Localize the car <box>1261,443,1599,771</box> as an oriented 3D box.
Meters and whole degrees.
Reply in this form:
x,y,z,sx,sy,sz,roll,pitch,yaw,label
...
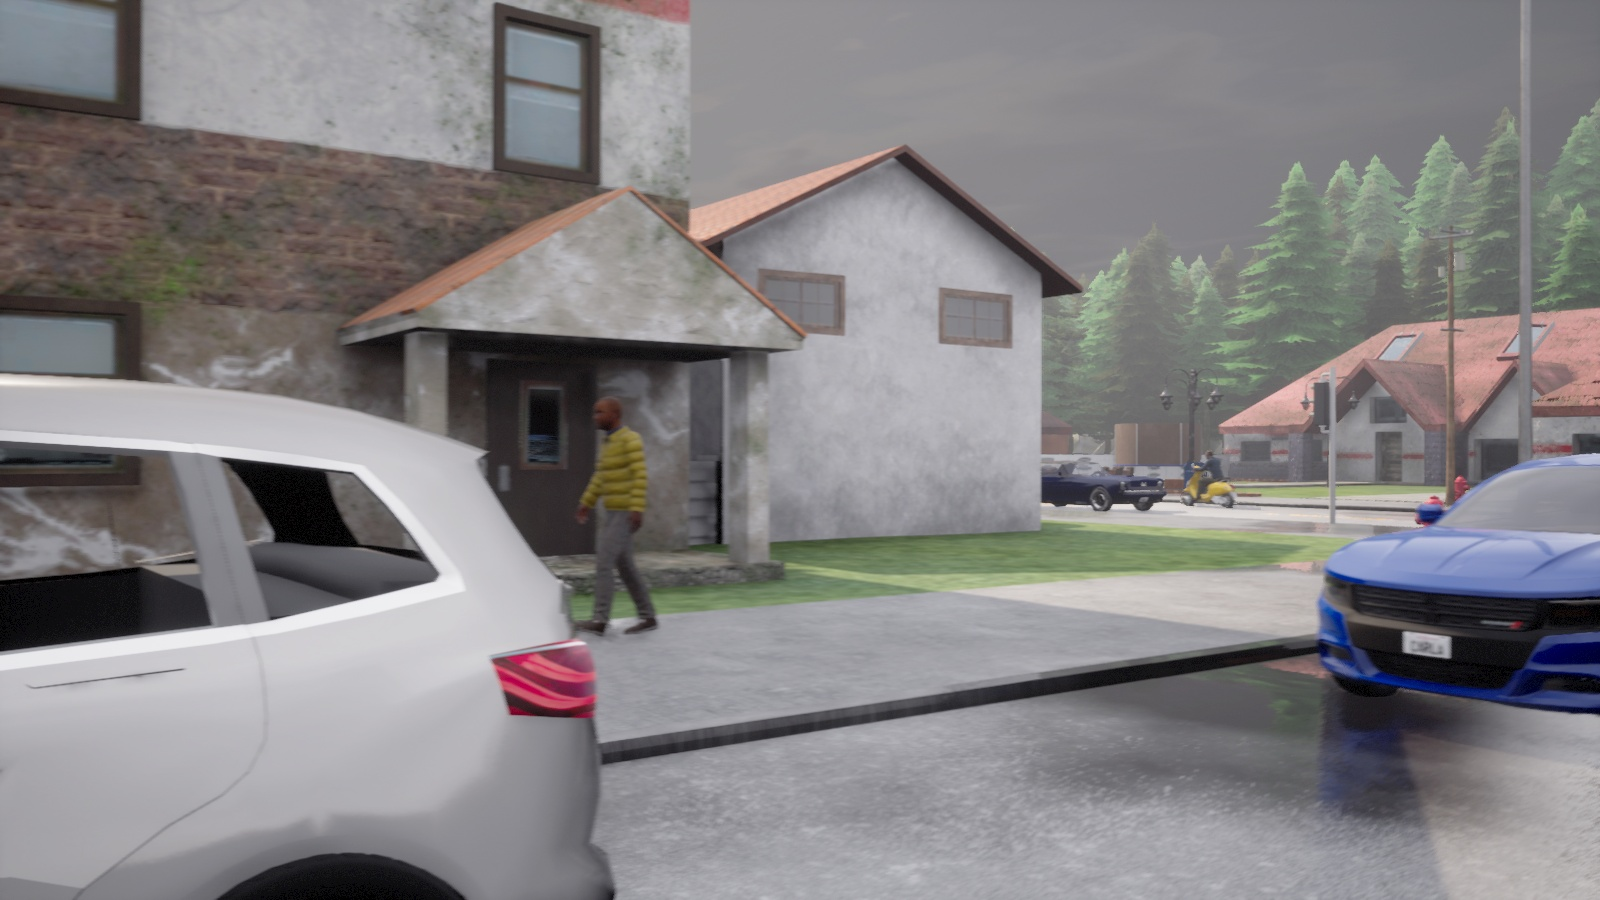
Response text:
x,y,z,sx,sy,sz,roll,pitch,yaw,label
5.275,0.730,8.027,5.008,1.535,1.882,0,0,-36,car

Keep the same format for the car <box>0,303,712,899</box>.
x,y,z,sx,sy,sz,roll,pitch,yaw,label
-2.724,0.601,2.368,4.611,1.667,2.242,0,0,-36,car

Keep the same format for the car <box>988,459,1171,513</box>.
x,y,z,sx,sy,sz,roll,pitch,yaw,label
7.348,0.910,33.465,1.895,1.301,4.718,0,0,-36,car

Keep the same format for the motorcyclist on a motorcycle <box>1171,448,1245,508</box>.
x,y,z,sx,sy,sz,roll,pitch,yaw,label
11.265,0.758,34.725,0.866,1.590,1.817,0,0,-33,motorcyclist on a motorcycle

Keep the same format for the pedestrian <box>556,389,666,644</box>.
x,y,z,sx,sy,sz,roll,pitch,yaw,label
-1.407,0.481,9.376,0.726,1.835,0.370,0,0,-28,pedestrian
